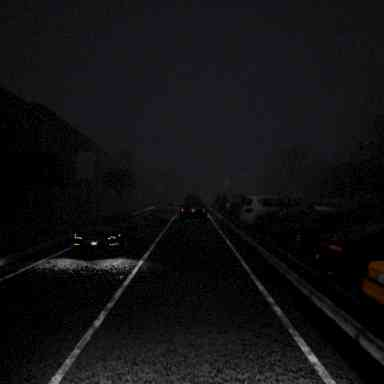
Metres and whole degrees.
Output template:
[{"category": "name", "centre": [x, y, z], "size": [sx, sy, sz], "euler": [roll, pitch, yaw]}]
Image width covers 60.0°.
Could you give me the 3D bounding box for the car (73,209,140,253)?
[{"category": "car", "centre": [-3.347, 1.508, 13.792], "size": [1.837, 1.490, 4.892], "euler": [0, 0, 0]}]

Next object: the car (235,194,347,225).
[{"category": "car", "centre": [5.641, 1.231, 19.599], "size": [5.566, 2.045, 2.435], "euler": [0, 0, 0]}]

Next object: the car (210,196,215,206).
[{"category": "car", "centre": [5.631, 1.319, 44.828], "size": [5.566, 2.045, 2.435], "euler": [0, 0, 0]}]

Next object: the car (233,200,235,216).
[{"category": "car", "centre": [5.604, 1.489, 22.402], "size": [5.008, 1.535, 2.097], "euler": [0, 0, 0]}]

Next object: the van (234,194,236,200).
[{"category": "van", "centre": [5.722, 1.270, 25.206], "size": [4.442, 1.987, 1.878], "euler": [0, 0, 0]}]

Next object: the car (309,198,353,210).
[{"category": "car", "centre": [18.687, 1.570, 44.812], "size": [5.008, 1.535, 2.097], "euler": [0, -1, 0]}]

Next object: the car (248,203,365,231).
[{"category": "car", "centre": [5.611, 1.476, 16.791], "size": [4.892, 1.521, 2.231], "euler": [0, 0, 0]}]

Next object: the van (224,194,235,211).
[{"category": "van", "centre": [5.485, 1.283, 30.813], "size": [4.442, 1.987, 1.878], "euler": [0, 0, 0]}]

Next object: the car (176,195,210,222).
[{"category": "car", "centre": [0.101, 1.385, 26.299], "size": [2.097, 1.767, 4.553], "euler": [0, 0, 0]}]

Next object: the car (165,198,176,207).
[{"category": "car", "centre": [-3.309, 1.702, 54.423], "size": [1.837, 1.490, 4.892], "euler": [0, -1, 0]}]

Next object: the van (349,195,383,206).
[{"category": "van", "centre": [18.796, 1.291, 33.678], "size": [4.442, 1.987, 1.878], "euler": [0, 0, 0]}]

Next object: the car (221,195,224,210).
[{"category": "car", "centre": [5.568, 1.390, 33.617], "size": [4.553, 1.767, 2.185], "euler": [0, 0, 0]}]

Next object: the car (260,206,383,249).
[{"category": "car", "centre": [5.590, 1.500, 13.993], "size": [4.792, 1.488, 2.163], "euler": [0, 0, 0]}]

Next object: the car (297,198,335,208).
[{"category": "car", "centre": [18.681, 1.617, 50.381], "size": [5.008, 1.535, 2.097], "euler": [0, -1, 0]}]

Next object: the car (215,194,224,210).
[{"category": "car", "centre": [5.628, 1.275, 36.418], "size": [5.566, 2.045, 2.435], "euler": [0, 0, 0]}]

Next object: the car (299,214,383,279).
[{"category": "car", "centre": [5.621, 1.466, 8.385], "size": [5.008, 1.535, 2.097], "euler": [0, 0, 0]}]

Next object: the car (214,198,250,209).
[{"category": "car", "centre": [5.598, 1.593, 47.627], "size": [4.892, 1.521, 2.231], "euler": [0, 0, 0]}]

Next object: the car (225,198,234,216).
[{"category": "car", "centre": [5.597, 1.503, 28.008], "size": [4.892, 1.521, 2.231], "euler": [0, 0, 0]}]

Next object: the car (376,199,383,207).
[{"category": "car", "centre": [18.681, 1.543, 28.105], "size": [4.674, 1.452, 2.002], "euler": [0, 0, 0]}]

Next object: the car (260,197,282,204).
[{"category": "car", "centre": [18.709, 1.993, 78.863], "size": [4.674, 1.452, 2.002], "euler": [0, -1, 0]}]

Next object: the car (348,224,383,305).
[{"category": "car", "centre": [5.815, 1.464, 5.585], "size": [5.366, 1.575, 1.946], "euler": [0, 0, 0]}]

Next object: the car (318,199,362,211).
[{"category": "car", "centre": [18.683, 1.593, 42.025], "size": [4.674, 1.452, 2.002], "euler": [0, 0, 0]}]

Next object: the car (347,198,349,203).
[{"category": "car", "centre": [18.648, 1.401, 36.458], "size": [4.553, 1.767, 2.185], "euler": [0, 0, 0]}]
